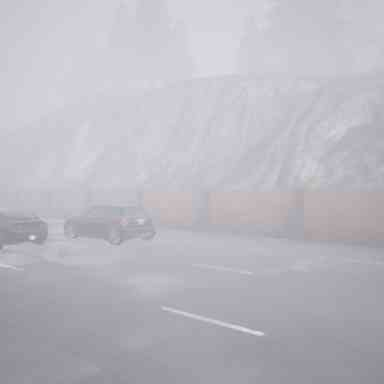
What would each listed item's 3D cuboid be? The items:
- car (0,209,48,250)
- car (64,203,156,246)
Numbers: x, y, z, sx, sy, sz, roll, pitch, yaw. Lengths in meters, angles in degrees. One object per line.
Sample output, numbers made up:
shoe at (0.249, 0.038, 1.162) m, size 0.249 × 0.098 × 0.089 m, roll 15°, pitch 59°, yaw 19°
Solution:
car at (-8.014, 1.466, 14.009) m, size 4.892 × 1.490 × 1.837 m, roll 0°, pitch 0°, yaw 35°
car at (-3.886, 1.320, 15.363) m, size 4.553 × 1.767 × 2.097 m, roll 0°, pitch 0°, yaw 36°
